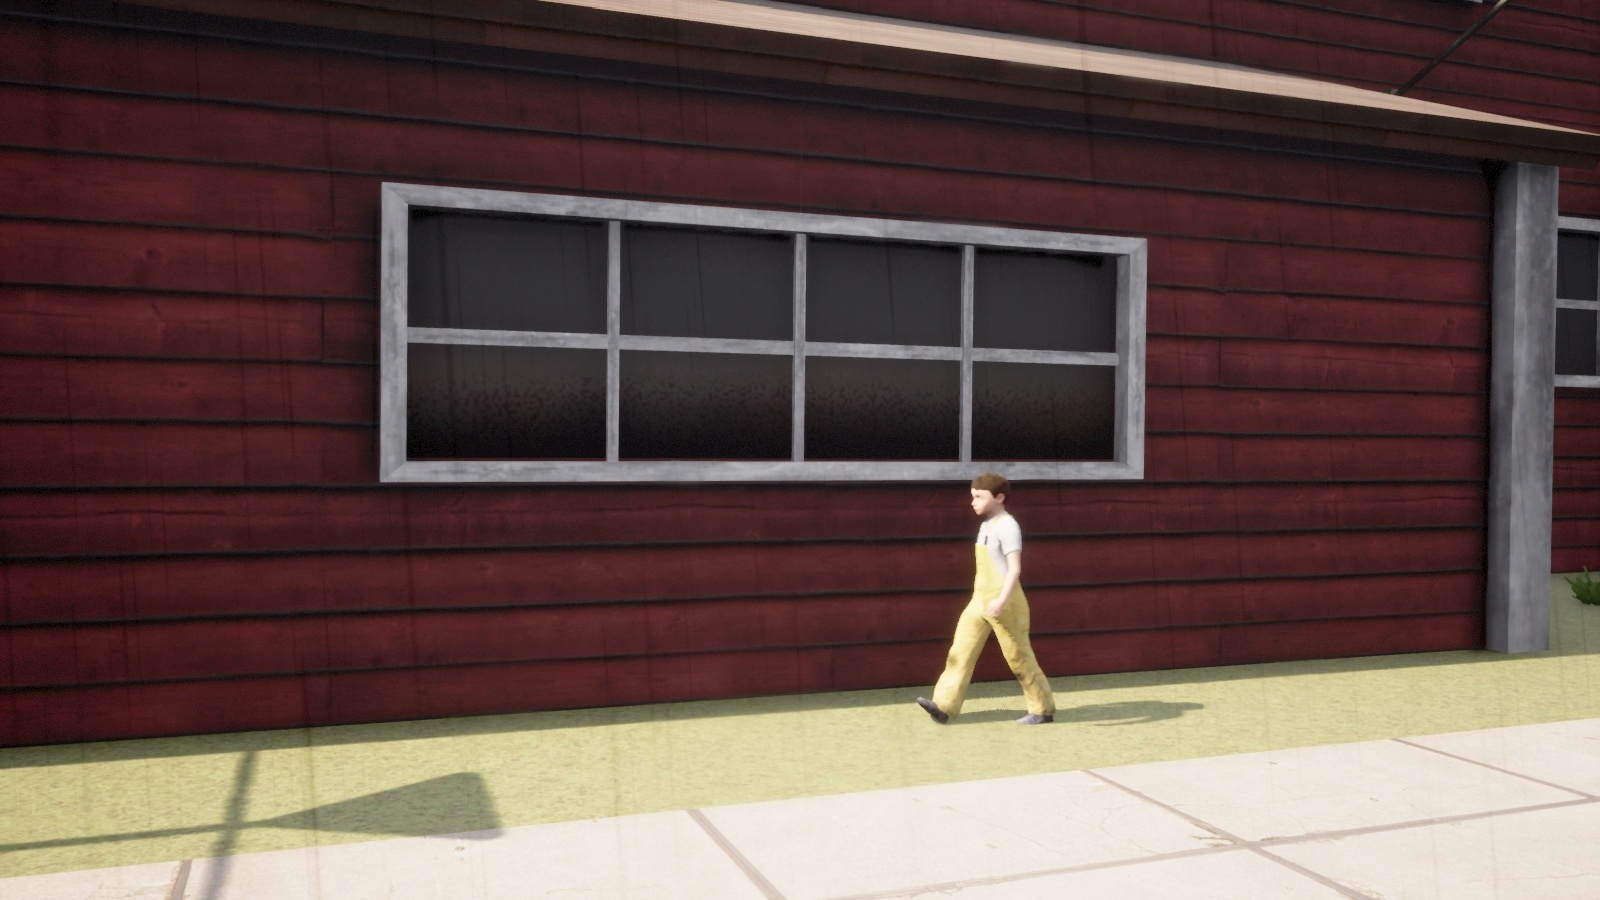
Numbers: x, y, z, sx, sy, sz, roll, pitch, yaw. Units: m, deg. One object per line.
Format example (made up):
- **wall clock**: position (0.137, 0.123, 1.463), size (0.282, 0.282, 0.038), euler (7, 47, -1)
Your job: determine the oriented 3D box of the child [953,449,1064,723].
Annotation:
- **child**: position (0.996, 0.631, 6.016), size (0.437, 1.263, 0.270), euler (-1, 1, -20)
